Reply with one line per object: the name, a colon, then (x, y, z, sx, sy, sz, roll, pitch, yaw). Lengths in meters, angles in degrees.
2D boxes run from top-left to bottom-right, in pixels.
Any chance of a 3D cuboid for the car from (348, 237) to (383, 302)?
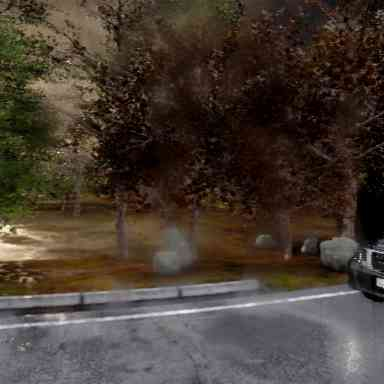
car: (5.858, 1.285, 6.736, 5.566, 2.045, 2.150, 1, 0, -22)
